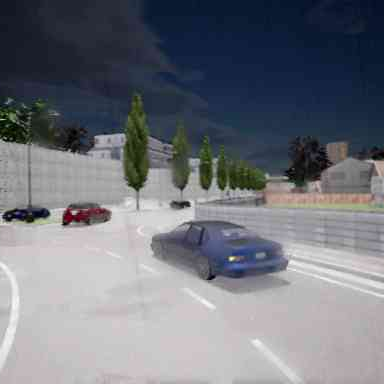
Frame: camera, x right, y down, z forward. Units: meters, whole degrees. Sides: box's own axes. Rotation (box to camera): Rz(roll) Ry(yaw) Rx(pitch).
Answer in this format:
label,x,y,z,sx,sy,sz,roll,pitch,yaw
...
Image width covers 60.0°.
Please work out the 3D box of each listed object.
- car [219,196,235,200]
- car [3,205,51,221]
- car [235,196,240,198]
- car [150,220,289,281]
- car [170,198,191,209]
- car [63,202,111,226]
label,x,y,z,sx,sy,sz,roll,pitch,yaw
car,5.500,1.617,57.303,1.994,1.385,4.181,-1,0,18
car,-15.210,1.903,30.847,1.994,1.385,4.181,-1,0,19
car,9.147,1.488,69.012,1.994,1.385,4.181,-1,0,18
car,0.460,1.565,10.029,2.033,1.411,5.357,-1,0,-28
car,-1.567,1.638,46.719,2.128,1.511,4.902,-1,0,18
car,-7.976,1.554,25.665,2.097,1.767,4.553,-1,0,10
